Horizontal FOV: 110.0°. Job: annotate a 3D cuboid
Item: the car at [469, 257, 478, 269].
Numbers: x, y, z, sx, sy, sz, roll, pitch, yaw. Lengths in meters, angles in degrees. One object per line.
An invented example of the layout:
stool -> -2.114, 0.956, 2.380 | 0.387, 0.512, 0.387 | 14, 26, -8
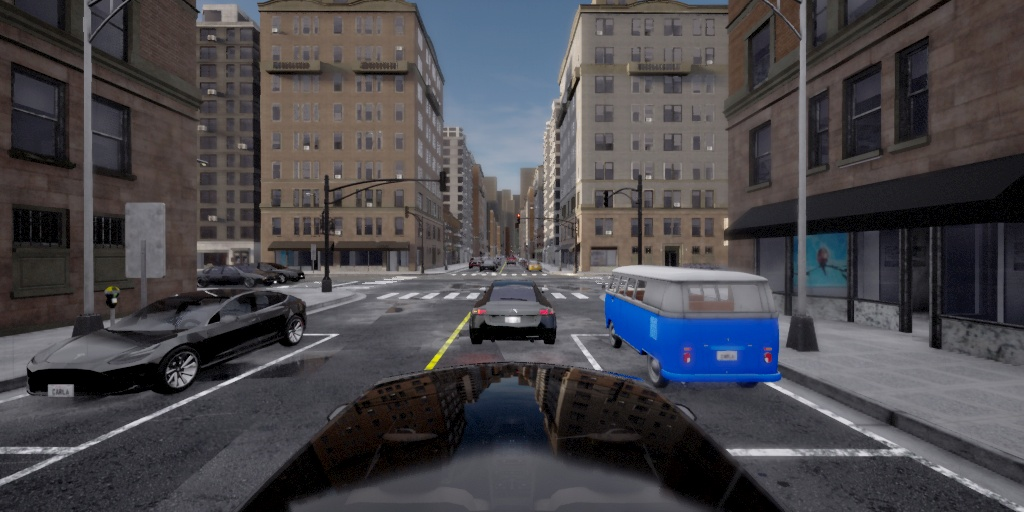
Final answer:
car -> -5.676, 1.050, 56.809 | 2.192, 1.841, 5.009 | 0, 0, 0

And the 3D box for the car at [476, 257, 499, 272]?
car -> -3.022, 1.219, 45.661 | 1.882, 1.535, 5.008 | 0, 0, 1

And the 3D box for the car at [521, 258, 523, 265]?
car -> 2.849, 1.285, 56.870 | 2.007, 1.370, 4.403 | 0, 0, 0

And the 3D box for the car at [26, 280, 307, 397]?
car -> -5.641, 1.315, 6.674 | 1.948, 1.339, 4.313 | 0, 0, 0

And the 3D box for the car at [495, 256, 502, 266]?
car -> -3.093, 1.226, 56.337 | 2.128, 1.511, 4.902 | 0, 0, 0

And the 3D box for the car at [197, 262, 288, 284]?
car -> -17.890, 1.281, 23.065 | 5.357, 1.411, 2.033 | 0, 0, 0

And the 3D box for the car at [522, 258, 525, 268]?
car -> 2.890, 1.178, 51.344 | 1.967, 1.591, 4.097 | 0, 0, 0

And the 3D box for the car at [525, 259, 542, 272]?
car -> 2.929, 1.266, 45.988 | 1.751, 1.417, 4.829 | 0, 0, 0

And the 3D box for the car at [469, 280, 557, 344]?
car -> 0.046, 1.314, 9.553 | 1.994, 1.385, 4.181 | 0, 0, 1

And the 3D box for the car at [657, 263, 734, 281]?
car -> 15.233, 1.289, 29.941 | 5.357, 1.411, 2.033 | 0, 0, 0

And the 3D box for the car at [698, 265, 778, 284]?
car -> 16.535, 1.351, 26.438 | 4.718, 1.301, 1.895 | 0, 0, -1

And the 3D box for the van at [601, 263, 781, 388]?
van -> 2.884, 1.090, 6.628 | 1.690, 1.789, 3.998 | 0, 0, 0

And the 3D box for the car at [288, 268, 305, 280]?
car -> -17.860, 1.230, 26.316 | 4.892, 1.490, 1.837 | 0, 0, 0
